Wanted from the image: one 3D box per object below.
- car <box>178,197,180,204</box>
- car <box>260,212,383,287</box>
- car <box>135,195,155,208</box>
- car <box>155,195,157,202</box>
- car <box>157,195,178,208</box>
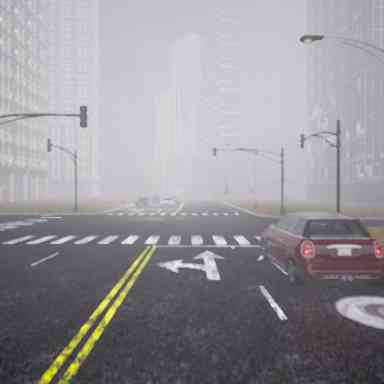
[{"bbox_3d":[-3.274,1.382,61.531,2.033,1.411,5.357,0,0,0],"label":"car"},{"bbox_3d":[3.352,1.334,9.432,2.097,1.767,4.553,0,0,0],"label":"car"},{"bbox_3d":[-6.574,1.396,45.366,1.837,1.490,4.892,0,1,0],"label":"car"},{"bbox_3d":[-6.534,1.340,61.394,1.837,1.490,4.892,0,0,0],"label":"car"},{"bbox_3d":[-3.323,1.418,45.409,1.812,1.442,4.674,0,0,0],"label":"car"}]
